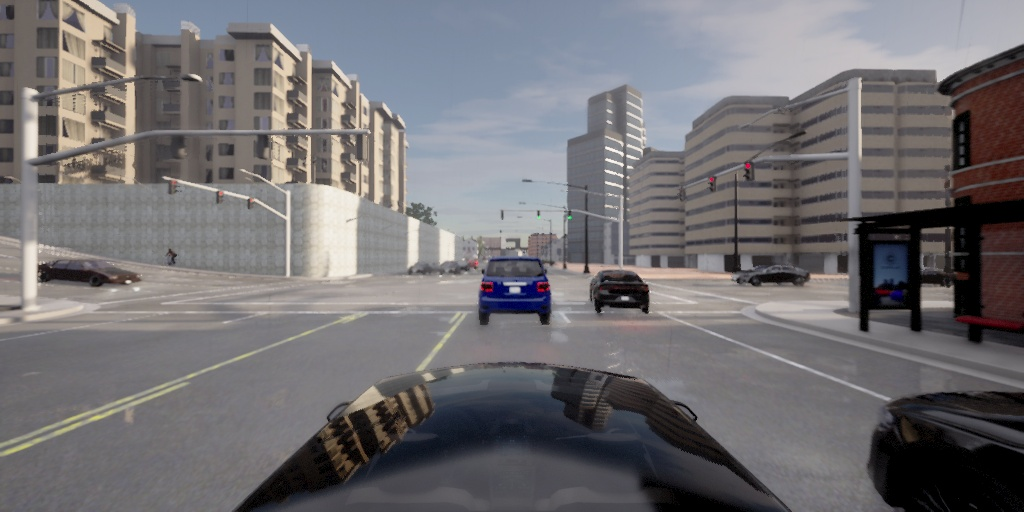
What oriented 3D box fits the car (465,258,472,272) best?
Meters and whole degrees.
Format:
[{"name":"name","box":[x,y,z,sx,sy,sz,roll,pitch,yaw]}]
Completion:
[{"name":"car","box":[-7.118,1.438,51.177,1.882,1.535,5.008,0,0,0]}]

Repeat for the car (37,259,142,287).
[{"name":"car","box":[-25.410,0.923,21.315,5.357,1.411,2.033,5,0,0]}]

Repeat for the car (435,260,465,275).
[{"name":"car","box":[-7.119,1.412,41.746,2.128,1.511,4.902,0,0,0]}]

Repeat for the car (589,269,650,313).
[{"name":"car","box":[4.217,1.281,14.543,1.882,1.535,5.008,0,0,9]}]

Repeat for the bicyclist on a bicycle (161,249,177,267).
[{"name":"bicyclist on a bicycle","box":[-30.755,0.163,32.308,0.582,1.620,1.656,6,0,0]}]

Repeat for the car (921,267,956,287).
[{"name":"car","box":[28.196,1.447,25.222,4.718,1.301,1.895,0,0,0]}]

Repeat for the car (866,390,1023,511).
[{"name":"car","box":[3.596,1.238,0.673,2.128,1.511,4.902,0,0,0]}]

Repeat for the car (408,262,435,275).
[{"name":"car","box":[-10.617,1.412,41.674,2.128,1.511,4.902,0,0,0]}]

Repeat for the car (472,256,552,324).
[{"name":"car","box":[0.086,1.017,12.389,2.150,2.045,5.566,0,0,0]}]

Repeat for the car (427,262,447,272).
[{"name":"car","box":[-10.622,1.561,50.938,1.895,1.301,4.718,0,0,0]}]

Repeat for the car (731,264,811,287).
[{"name":"car","box":[18.097,1.339,25.185,4.902,1.511,2.128,0,0,0]}]
